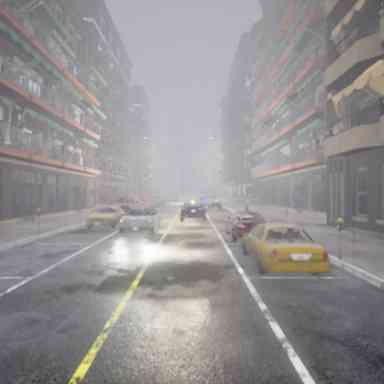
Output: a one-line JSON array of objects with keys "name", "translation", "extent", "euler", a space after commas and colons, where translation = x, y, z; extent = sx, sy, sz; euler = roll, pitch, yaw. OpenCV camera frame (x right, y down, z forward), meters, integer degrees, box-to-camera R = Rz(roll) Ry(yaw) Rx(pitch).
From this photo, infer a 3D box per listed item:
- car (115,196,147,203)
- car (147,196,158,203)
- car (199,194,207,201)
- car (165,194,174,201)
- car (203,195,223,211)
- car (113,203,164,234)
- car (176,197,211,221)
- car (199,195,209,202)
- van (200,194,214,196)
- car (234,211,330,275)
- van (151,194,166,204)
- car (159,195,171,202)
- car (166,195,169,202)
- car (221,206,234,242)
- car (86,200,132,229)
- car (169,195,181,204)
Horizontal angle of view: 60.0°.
[{"name": "car", "translation": [-5.318, 1.219, 26.973], "extent": [2.192, 1.841, 5.009], "euler": [1, 0, 0]}, {"name": "car", "translation": [-5.295, 1.447, 38.316], "extent": [1.802, 1.307, 4.206], "euler": [1, 0, 0]}, {"name": "car", "translation": [2.554, 1.287, 78.042], "extent": [1.887, 1.381, 4.507], "euler": [1, 0, 0]}, {"name": "car", "translation": [-5.294, 1.287, 78.012], "extent": [1.887, 1.381, 4.507], "euler": [1, 0, 0]}, {"name": "car", "translation": [2.564, 1.416, 38.346], "extent": [2.008, 1.369, 4.403], "euler": [1, 0, 0]}, {"name": "car", "translation": [-2.856, 1.532, 19.004], "extent": [1.895, 1.301, 4.718], "euler": [0, 0, 0]}, {"name": "car", "translation": [0.093, 1.409, 26.401], "extent": [2.163, 1.488, 4.792], "euler": [0, 0, 0]}, {"name": "car", "translation": [2.555, 1.325, 72.371], "extent": [1.947, 1.339, 4.313], "euler": [1, 0, 0]}, {"name": "van", "translation": [2.563, 1.170, 49.687], "extent": [1.690, 1.788, 3.998], "euler": [1, 0, 0]}, {"name": "car", "translation": [2.572, 1.488, 10.163], "extent": [1.752, 1.417, 4.829], "euler": [1, 0, 0]}, {"name": "van", "translation": [-5.284, 1.169, 49.657], "extent": [1.690, 1.788, 3.998], "euler": [1, 0, 0]}, {"name": "car", "translation": [-5.291, 1.326, 66.670], "extent": [2.008, 1.369, 4.403], "euler": [1, 0, 0]}, {"name": "car", "translation": [-5.288, 1.355, 55.328], "extent": [1.887, 1.381, 4.507], "euler": [1, 0, 0]}, {"name": "car", "translation": [2.570, 1.525, 15.664], "extent": [1.802, 1.307, 4.206], "euler": [1, 0, 0]}, {"name": "car", "translation": [-5.317, 1.449, 21.133], "extent": [1.752, 1.417, 4.829], "euler": [1, 0, 0]}, {"name": "car", "translation": [-2.806, 1.271, 60.657], "extent": [1.882, 1.535, 5.008], "euler": [0, 0, 1]}]
